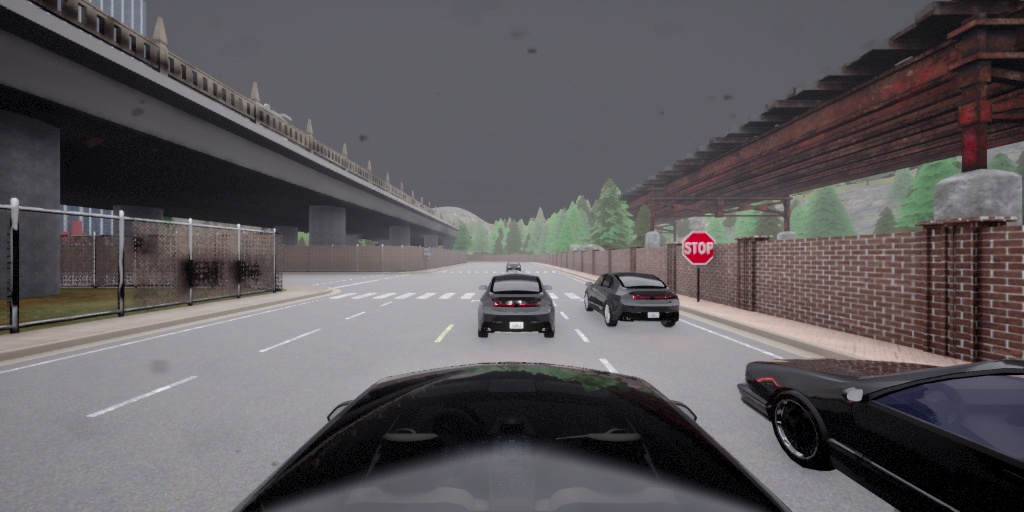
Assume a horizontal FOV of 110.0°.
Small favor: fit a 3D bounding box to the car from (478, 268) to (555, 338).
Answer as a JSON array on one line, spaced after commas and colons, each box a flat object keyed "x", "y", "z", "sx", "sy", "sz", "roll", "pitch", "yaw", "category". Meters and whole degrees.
[{"x": 0.104, "y": 1.255, "z": 10.177, "sx": 1.837, "sy": 1.490, "sz": 4.892, "roll": 0, "pitch": 0, "yaw": 0, "category": "car"}]

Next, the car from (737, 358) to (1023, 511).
[{"x": 3.600, "y": 1.297, "z": 1.788, "sx": 2.033, "sy": 1.411, "sz": 5.357, "roll": 0, "pitch": 0, "yaw": 0, "category": "car"}]

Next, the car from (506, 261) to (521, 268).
[{"x": 0.213, "y": 1.351, "z": 46.379, "sx": 1.895, "sy": 1.301, "sz": 4.718, "roll": 0, "pitch": 0, "yaw": -1, "category": "car"}]

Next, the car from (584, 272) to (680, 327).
[{"x": 3.606, "y": 1.255, "z": 11.534, "sx": 1.837, "sy": 1.490, "sz": 4.892, "roll": 0, "pitch": 0, "yaw": 0, "category": "car"}]
